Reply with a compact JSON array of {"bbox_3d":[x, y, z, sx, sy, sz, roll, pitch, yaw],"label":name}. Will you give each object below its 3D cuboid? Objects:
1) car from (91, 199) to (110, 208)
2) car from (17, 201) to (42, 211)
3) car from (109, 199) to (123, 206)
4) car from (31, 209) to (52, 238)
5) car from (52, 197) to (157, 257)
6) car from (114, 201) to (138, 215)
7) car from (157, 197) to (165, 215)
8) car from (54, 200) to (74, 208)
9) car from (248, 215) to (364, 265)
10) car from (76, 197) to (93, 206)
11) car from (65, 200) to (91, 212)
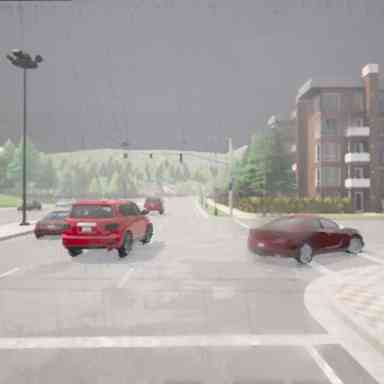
[{"bbox_3d":[-16.325,2.071,59.547,1.882,1.535,5.008,0,-1,1],"label":"car"},{"bbox_3d":[-23.313,2.004,47.962,1.812,1.442,4.674,0,-1,0],"label":"car"},{"bbox_3d":[-16.296,2.260,71.691,1.994,1.385,4.181,0,-1,0],"label":"car"},{"bbox_3d":[-7.242,1.754,18.950,1.994,1.385,4.181,0,-1,-2],"label":"car"},{"bbox_3d":[-3.230,1.361,13.770,2.150,2.045,5.566,-1,-1,6],"label":"car"},{"bbox_3d":[-8.050,1.902,41.171,2.128,1.511,4.902,0,-1,-1],"label":"car"},{"bbox_3d":[-4.539,1.624,40.308,2.150,2.045,5.566,0,-1,-1],"label":"car"},{"bbox_3d":[-23.305,2.130,60.634,1.812,1.442,4.674,0,-1,0],"label":"car"},{"bbox_3d":[4.305,1.602,12.312,5.008,1.535,1.882,0,-2,-35],"label":"car"},{"bbox_3d":[-23.296,2.067,72.099,2.097,1.767,4.553,0,-1,0],"label":"car"},{"bbox_3d":[-16.319,1.970,47.972,2.128,1.511,4.902,0,-1,0],"label":"car"}]
